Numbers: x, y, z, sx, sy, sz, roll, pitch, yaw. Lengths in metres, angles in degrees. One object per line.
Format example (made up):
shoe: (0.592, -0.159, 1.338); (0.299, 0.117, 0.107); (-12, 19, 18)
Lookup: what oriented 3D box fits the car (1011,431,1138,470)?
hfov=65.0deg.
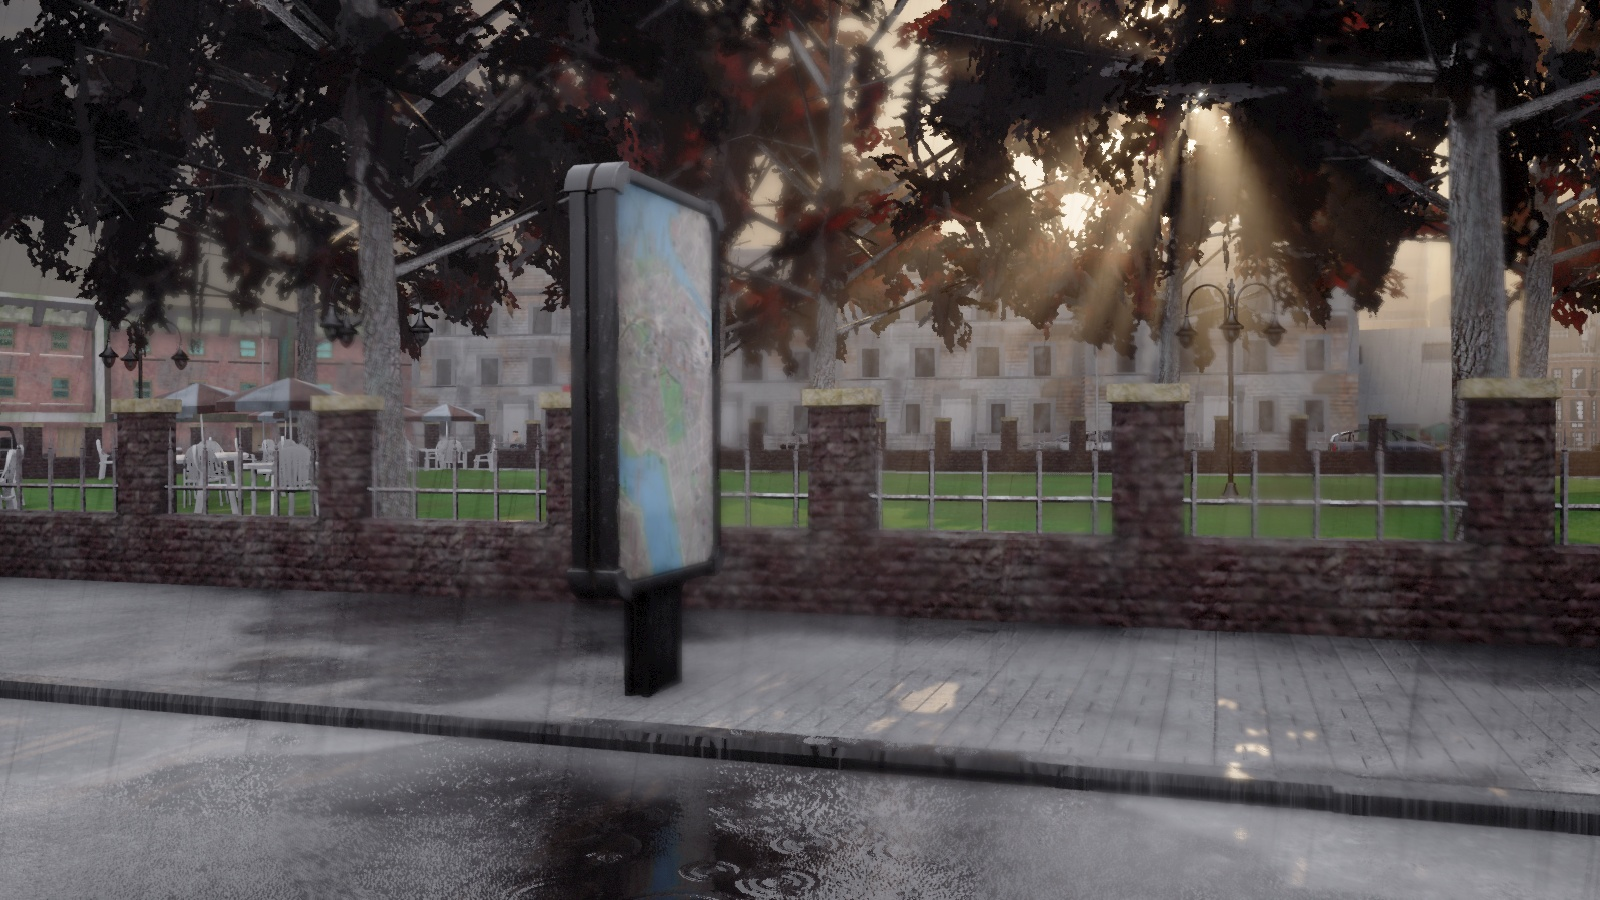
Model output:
car: (11.338, -0.005, 51.867); (4.902, 1.511, 2.128); (1, 1, 18)

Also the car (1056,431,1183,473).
car: (12.073, 0.059, 47.409); (4.514, 1.525, 2.007); (1, 1, 18)

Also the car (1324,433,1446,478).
car: (20.685, 0.169, 44.551); (3.705, 1.549, 1.789); (0, 1, 18)

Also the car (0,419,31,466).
car: (-32.650, -0.289, 49.299); (1.905, 1.878, 3.866); (1, 1, 19)

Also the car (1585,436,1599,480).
car: (28.829, 0.278, 41.844); (4.193, 1.474, 1.816); (1, 1, 18)
